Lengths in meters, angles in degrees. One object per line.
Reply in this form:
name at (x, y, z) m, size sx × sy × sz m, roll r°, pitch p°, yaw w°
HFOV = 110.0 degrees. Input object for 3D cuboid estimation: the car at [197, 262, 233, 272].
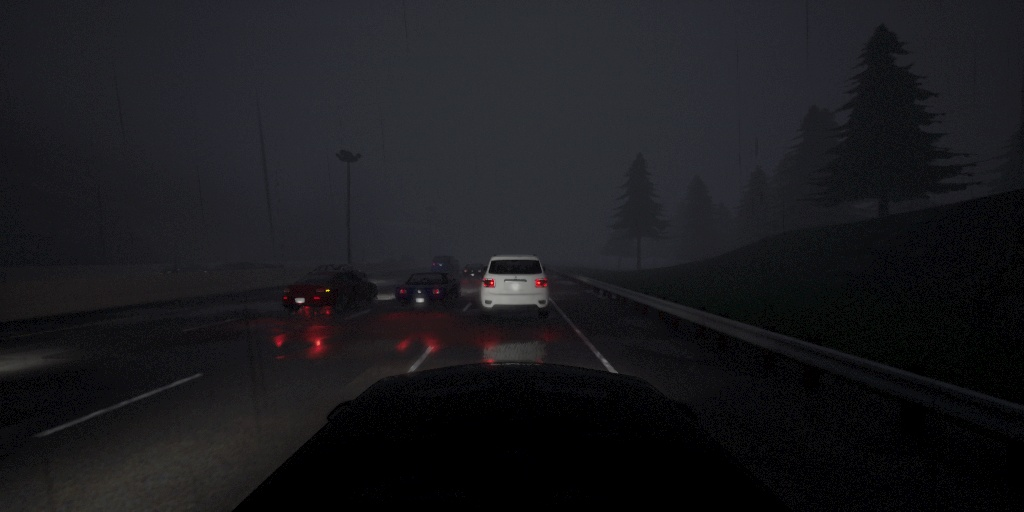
car at (-24.599, 1.255, 31.751) m, size 1.837 × 1.490 × 4.892 m, roll 0°, pitch 0°, yaw 0°

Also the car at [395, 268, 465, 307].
car at (-3.404, 1.350, 15.519) m, size 1.895 × 1.301 × 4.718 m, roll 0°, pitch 0°, yaw 0°

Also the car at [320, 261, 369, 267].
car at (-10.404, 1.241, 21.636) m, size 2.128 × 1.511 × 4.902 m, roll 0°, pitch 0°, yaw 0°

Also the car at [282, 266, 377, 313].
car at (-6.902, 1.275, 13.985) m, size 1.812 × 1.442 × 4.674 m, roll 0°, pitch 0°, yaw 0°

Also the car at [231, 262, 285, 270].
car at (-21.101, 1.349, 30.707) m, size 1.895 × 1.301 × 4.718 m, roll 0°, pitch 0°, yaw 0°

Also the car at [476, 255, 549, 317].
car at (0.099, 0.971, 13.234) m, size 2.150 × 2.045 × 5.566 m, roll 0°, pitch 0°, yaw 0°

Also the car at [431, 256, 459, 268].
car at (-6.906, 0.970, 37.376) m, size 2.150 × 2.045 × 5.566 m, roll 0°, pitch 0°, yaw 0°

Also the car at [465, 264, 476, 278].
car at (-3.404, 1.349, 33.414) m, size 1.895 × 1.301 × 4.718 m, roll 0°, pitch 0°, yaw 0°

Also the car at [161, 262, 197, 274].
car at (-31.593, 1.312, 35.014) m, size 1.994 × 1.385 × 4.181 m, roll 0°, pitch 0°, yaw 0°
